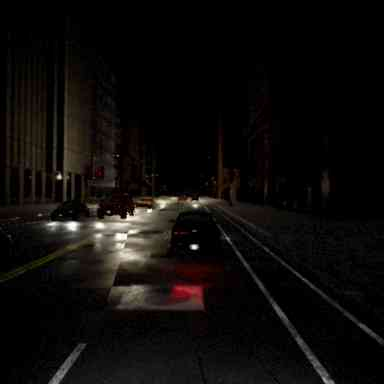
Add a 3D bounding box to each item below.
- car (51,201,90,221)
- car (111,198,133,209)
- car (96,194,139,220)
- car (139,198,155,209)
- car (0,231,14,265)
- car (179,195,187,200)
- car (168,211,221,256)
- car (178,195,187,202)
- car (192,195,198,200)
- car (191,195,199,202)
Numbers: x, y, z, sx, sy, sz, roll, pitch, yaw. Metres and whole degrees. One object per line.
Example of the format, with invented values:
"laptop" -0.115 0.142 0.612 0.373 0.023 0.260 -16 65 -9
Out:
"car" -9.576 1.443 26.637 1.812 1.442 4.674 1 0 1
"car" -9.363 1.540 44.647 1.994 1.385 4.181 1 0 1
"car" -6.294 1.182 28.104 2.150 2.045 5.566 1 0 1
"car" -6.113 1.491 44.604 1.882 1.535 5.008 1 0 1
"car" -6.539 1.496 8.663 1.994 1.385 4.181 1 0 0
"car" -2.421 1.566 93.625 2.128 1.511 4.902 1 0 1
"car" 0.103 1.522 13.133 1.837 1.490 4.892 1 0 1
"car" -2.516 1.632 83.206 1.882 1.535 5.008 1 0 1
"car" 0.829 1.603 93.596 1.812 1.442 4.674 1 0 1
"car" 0.734 1.670 83.178 1.882 1.535 5.008 1 0 1
